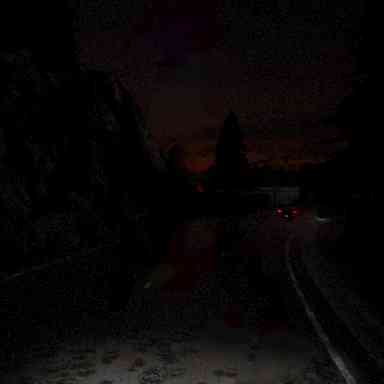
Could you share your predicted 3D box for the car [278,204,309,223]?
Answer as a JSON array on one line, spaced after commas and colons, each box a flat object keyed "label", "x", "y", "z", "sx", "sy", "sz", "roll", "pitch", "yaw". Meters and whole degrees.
[{"label": "car", "x": 8.530, "y": 1.712, "z": 27.879, "sx": 1.812, "sy": 1.442, "sz": 4.674, "roll": 1, "pitch": 0, "yaw": 30}]
